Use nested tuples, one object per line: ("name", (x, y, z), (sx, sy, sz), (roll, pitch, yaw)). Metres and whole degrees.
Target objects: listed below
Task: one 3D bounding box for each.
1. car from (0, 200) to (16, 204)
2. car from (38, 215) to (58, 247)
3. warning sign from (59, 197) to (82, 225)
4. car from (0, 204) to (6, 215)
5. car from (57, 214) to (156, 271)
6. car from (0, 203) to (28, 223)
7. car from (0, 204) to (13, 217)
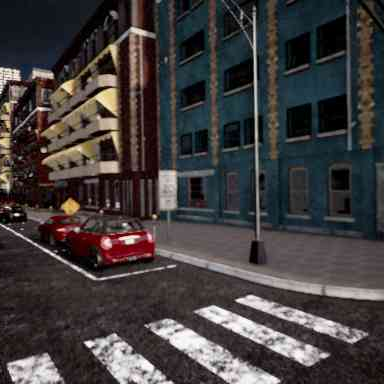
("car", (-19.019, 1.802, 34.031), (2.192, 1.841, 5.009), (-2, 1, -35))
("car", (-6.162, 1.737, 15.937), (1.802, 1.307, 4.206), (-2, 1, -35))
("warning sign", (-8.539, 1.329, 23.404), (1.300, 1.860, 1.060), (-1, 0, -35))
("car", (-25.431, 2.234, 43.083), (1.802, 1.307, 4.206), (-2, 1, -35))
("car", (-2.952, 1.512, 11.413), (1.967, 1.590, 4.097), (-2, 1, -35))
("car", (-15.799, 1.970, 29.508), (1.947, 1.339, 4.313), (-2, 1, -35))
("car", (-22.221, 2.121, 38.558), (2.008, 1.369, 4.403), (-2, 1, -35))
